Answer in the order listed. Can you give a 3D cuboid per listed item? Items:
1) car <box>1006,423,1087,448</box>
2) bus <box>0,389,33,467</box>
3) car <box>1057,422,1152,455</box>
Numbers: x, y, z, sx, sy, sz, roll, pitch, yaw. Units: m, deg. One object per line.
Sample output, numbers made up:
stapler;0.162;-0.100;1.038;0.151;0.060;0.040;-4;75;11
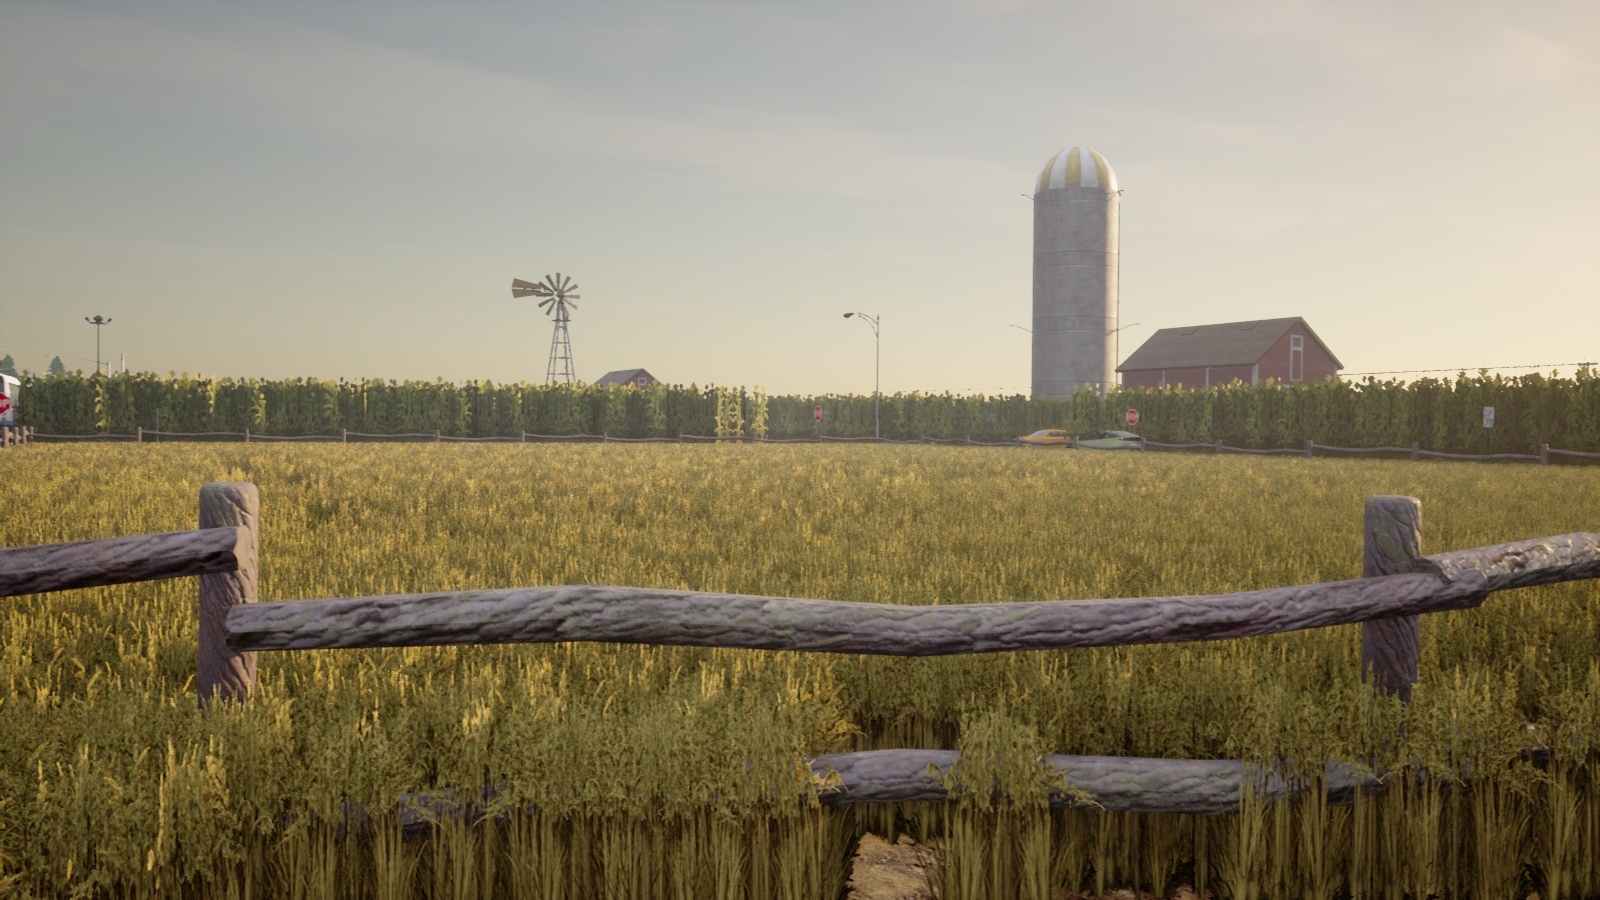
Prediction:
car;15.899;-0.928;80.866;5.008;1.535;1.882;-1;1;-28
bus;-47.205;-1.244;72.827;3.944;4.253;10.273;-1;1;-28
car;14.711;-0.570;60.865;2.007;1.525;4.514;-1;2;-27
